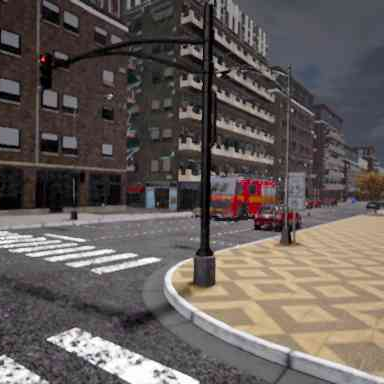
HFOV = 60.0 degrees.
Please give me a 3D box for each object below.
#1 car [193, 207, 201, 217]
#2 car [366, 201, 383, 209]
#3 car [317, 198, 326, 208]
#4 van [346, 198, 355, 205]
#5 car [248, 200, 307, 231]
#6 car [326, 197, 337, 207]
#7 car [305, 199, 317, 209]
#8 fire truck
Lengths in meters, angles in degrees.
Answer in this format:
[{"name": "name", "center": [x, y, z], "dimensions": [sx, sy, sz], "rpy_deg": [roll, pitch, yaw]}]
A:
[{"name": "car", "center": [1.906, 1.523, 30.515], "dimensions": [1.752, 1.417, 4.829], "rpy_deg": [0, -1, 35]}, {"name": "car", "center": [31.588, 2.335, 58.182], "dimensions": [1.947, 1.339, 4.313], "rpy_deg": [0, -1, 35]}, {"name": "car", "center": [21.539, 2.063, 58.355], "dimensions": [1.887, 1.381, 4.507], "rpy_deg": [0, -1, 35]}, {"name": "van", "center": [41.041, 2.378, 86.083], "dimensions": [1.690, 1.788, 3.998], "rpy_deg": [0, -1, 35]}, {"name": "car", "center": [5.543, 1.518, 21.248], "dimensions": [1.967, 1.590, 4.097], "rpy_deg": [0, -1, 35]}, {"name": "car", "center": [28.054, 2.006, 67.591], "dimensions": [2.192, 1.841, 5.009], "rpy_deg": [0, -1, 35]}, {"name": "car", "center": [18.285, 1.872, 53.739], "dimensions": [1.967, 1.590, 4.097], "rpy_deg": [0, -1, 35]}, {"name": "fire truck", "center": [4.566, 0.405, 29.634], "dimensions": [2.891, 3.827, 8.468], "rpy_deg": [1, 0, 35]}]
